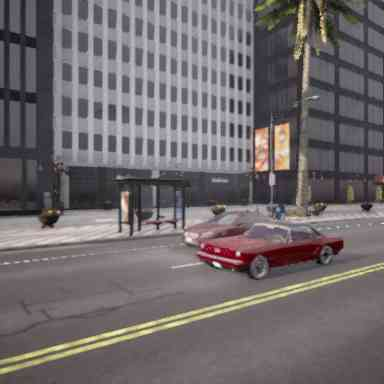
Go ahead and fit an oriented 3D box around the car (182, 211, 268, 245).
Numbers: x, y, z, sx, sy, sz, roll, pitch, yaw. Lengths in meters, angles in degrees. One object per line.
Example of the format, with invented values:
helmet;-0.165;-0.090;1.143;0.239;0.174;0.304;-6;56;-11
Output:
car;1.797;1.530;13.834;4.674;1.442;1.812;0;0;-35

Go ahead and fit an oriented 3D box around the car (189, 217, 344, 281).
car;2.467;1.604;10.034;4.718;1.301;1.895;0;0;-35
